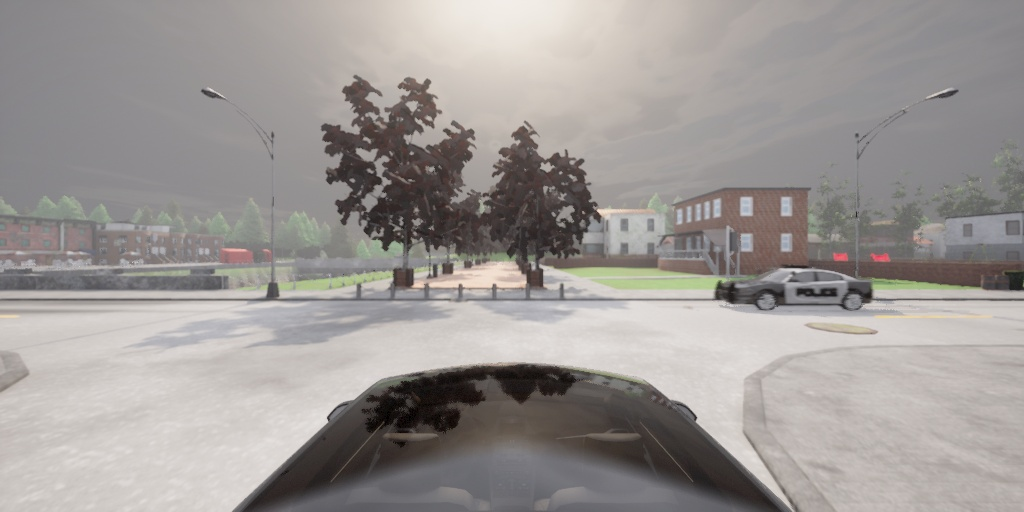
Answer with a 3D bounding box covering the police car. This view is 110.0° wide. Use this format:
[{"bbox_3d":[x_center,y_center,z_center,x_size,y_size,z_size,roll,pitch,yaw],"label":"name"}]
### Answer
[{"bbox_3d":[10.523,1.142,13.599,5.238,1.638,1.930,0,0,0],"label":"police car"}]
